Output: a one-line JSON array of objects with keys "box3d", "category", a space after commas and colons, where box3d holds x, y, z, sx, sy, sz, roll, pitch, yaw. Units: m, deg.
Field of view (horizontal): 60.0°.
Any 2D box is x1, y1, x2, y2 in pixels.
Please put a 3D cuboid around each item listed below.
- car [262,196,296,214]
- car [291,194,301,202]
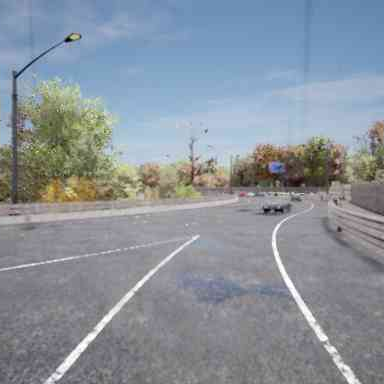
[{"box3d": [8.232, 1.375, 31.722, 1.895, 1.301, 4.718, 0, 0, 28], "category": "car"}, {"box3d": [20.080, 1.117, 64.598, 2.033, 1.411, 5.357, 0, 0, 13], "category": "car"}]
